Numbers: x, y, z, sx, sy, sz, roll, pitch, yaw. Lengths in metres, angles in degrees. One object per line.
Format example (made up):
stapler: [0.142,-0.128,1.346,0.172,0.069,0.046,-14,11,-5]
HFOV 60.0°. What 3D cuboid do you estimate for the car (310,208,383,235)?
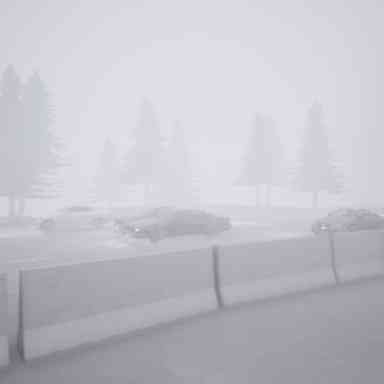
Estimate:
car: [8.079,1.540,17.004,4.181,1.385,1.994,0,0,-29]

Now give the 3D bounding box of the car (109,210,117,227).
car: [-1.775,1.498,19.402,5.357,1.411,2.033,0,0,-32]

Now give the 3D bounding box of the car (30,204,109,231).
car: [-7.179,1.464,20.067,4.674,1.442,1.812,0,0,-33]

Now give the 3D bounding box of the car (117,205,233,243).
car: [-0.566,1.508,16.051,5.357,1.411,2.033,0,0,-32]
